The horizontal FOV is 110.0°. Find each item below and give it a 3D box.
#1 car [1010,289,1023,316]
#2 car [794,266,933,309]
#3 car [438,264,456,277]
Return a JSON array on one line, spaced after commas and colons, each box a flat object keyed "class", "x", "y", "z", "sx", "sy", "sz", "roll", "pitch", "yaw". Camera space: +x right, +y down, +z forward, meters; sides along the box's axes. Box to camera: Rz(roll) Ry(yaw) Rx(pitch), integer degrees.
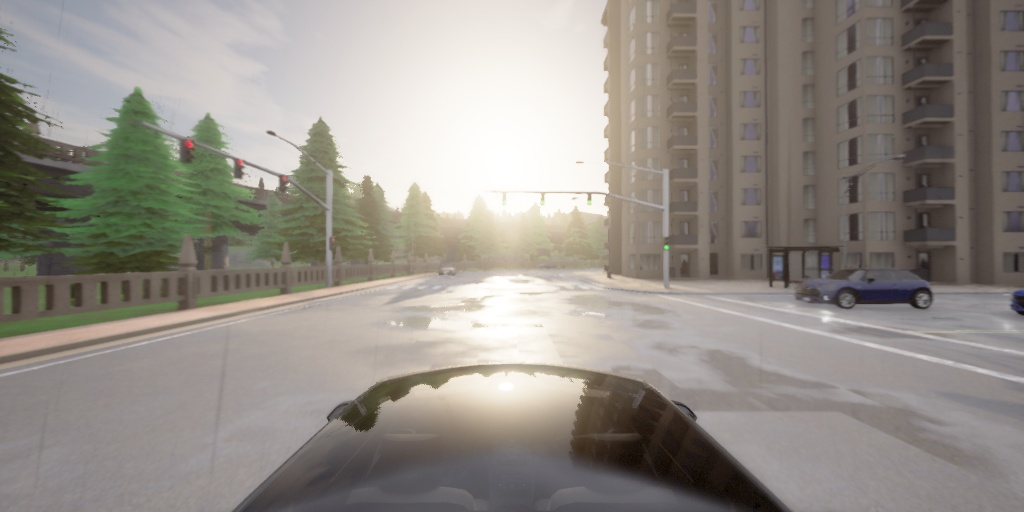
[{"class": "car", "x": 19.975, "y": 1.368, "z": 12.009, "sx": 5.008, "sy": 1.535, "sz": 1.882, "roll": 0, "pitch": -1, "yaw": -1}, {"class": "car", "x": 14.980, "y": 1.282, "z": 15.498, "sx": 4.553, "sy": 1.767, "sz": 2.097, "roll": 0, "pitch": -1, "yaw": 1}, {"class": "car", "x": -7.842, "y": 1.728, "z": 43.353, "sx": 2.128, "sy": 1.511, "sz": 4.902, "roll": 0, "pitch": 0, "yaw": -6}]
